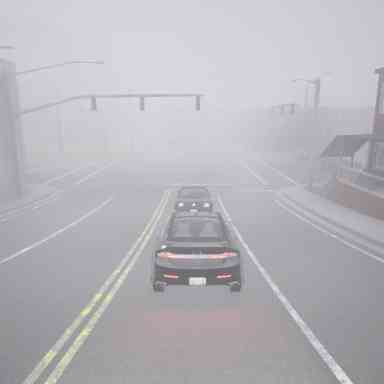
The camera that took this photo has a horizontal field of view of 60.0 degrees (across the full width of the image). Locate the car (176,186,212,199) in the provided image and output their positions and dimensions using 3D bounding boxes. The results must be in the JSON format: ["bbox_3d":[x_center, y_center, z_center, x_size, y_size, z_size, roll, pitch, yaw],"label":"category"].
[{"bbox_3d":[0.095,0.329,18.035,1.895,1.301,4.718,0,8,0],"label":"car"}]

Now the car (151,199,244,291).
[{"bbox_3d":[0.104,1.221,8.332,2.128,1.511,4.902,0,4,0],"label":"car"}]

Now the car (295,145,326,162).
[{"bbox_3d":[15.828,-4.735,41.496,4.553,1.767,2.097,0,12,0],"label":"car"}]

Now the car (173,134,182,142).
[{"bbox_3d":[-3.451,-12.831,79.004,1.837,1.490,4.892,0,12,0],"label":"car"}]

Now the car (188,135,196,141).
[{"bbox_3d":[0.050,-13.421,81.927,1.994,1.385,4.181,0,12,0],"label":"car"}]

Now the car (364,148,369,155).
[{"bbox_3d":[26.323,-5.607,44.846,5.566,2.045,2.150,0,12,0],"label":"car"}]

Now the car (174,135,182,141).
[{"bbox_3d":[-3.457,-10.615,69.173,1.994,1.385,4.181,0,12,0],"label":"car"}]

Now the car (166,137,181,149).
[{"bbox_3d":[-3.533,-8.503,59.350,1.837,1.490,4.892,0,12,0],"label":"car"}]

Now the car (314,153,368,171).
[{"bbox_3d":[15.390,-2.982,34.513,4.181,1.385,1.994,0,12,0],"label":"car"}]

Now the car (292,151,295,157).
[{"bbox_3d":[15.996,-5.487,44.914,4.553,1.767,2.097,0,12,0],"label":"car"}]
